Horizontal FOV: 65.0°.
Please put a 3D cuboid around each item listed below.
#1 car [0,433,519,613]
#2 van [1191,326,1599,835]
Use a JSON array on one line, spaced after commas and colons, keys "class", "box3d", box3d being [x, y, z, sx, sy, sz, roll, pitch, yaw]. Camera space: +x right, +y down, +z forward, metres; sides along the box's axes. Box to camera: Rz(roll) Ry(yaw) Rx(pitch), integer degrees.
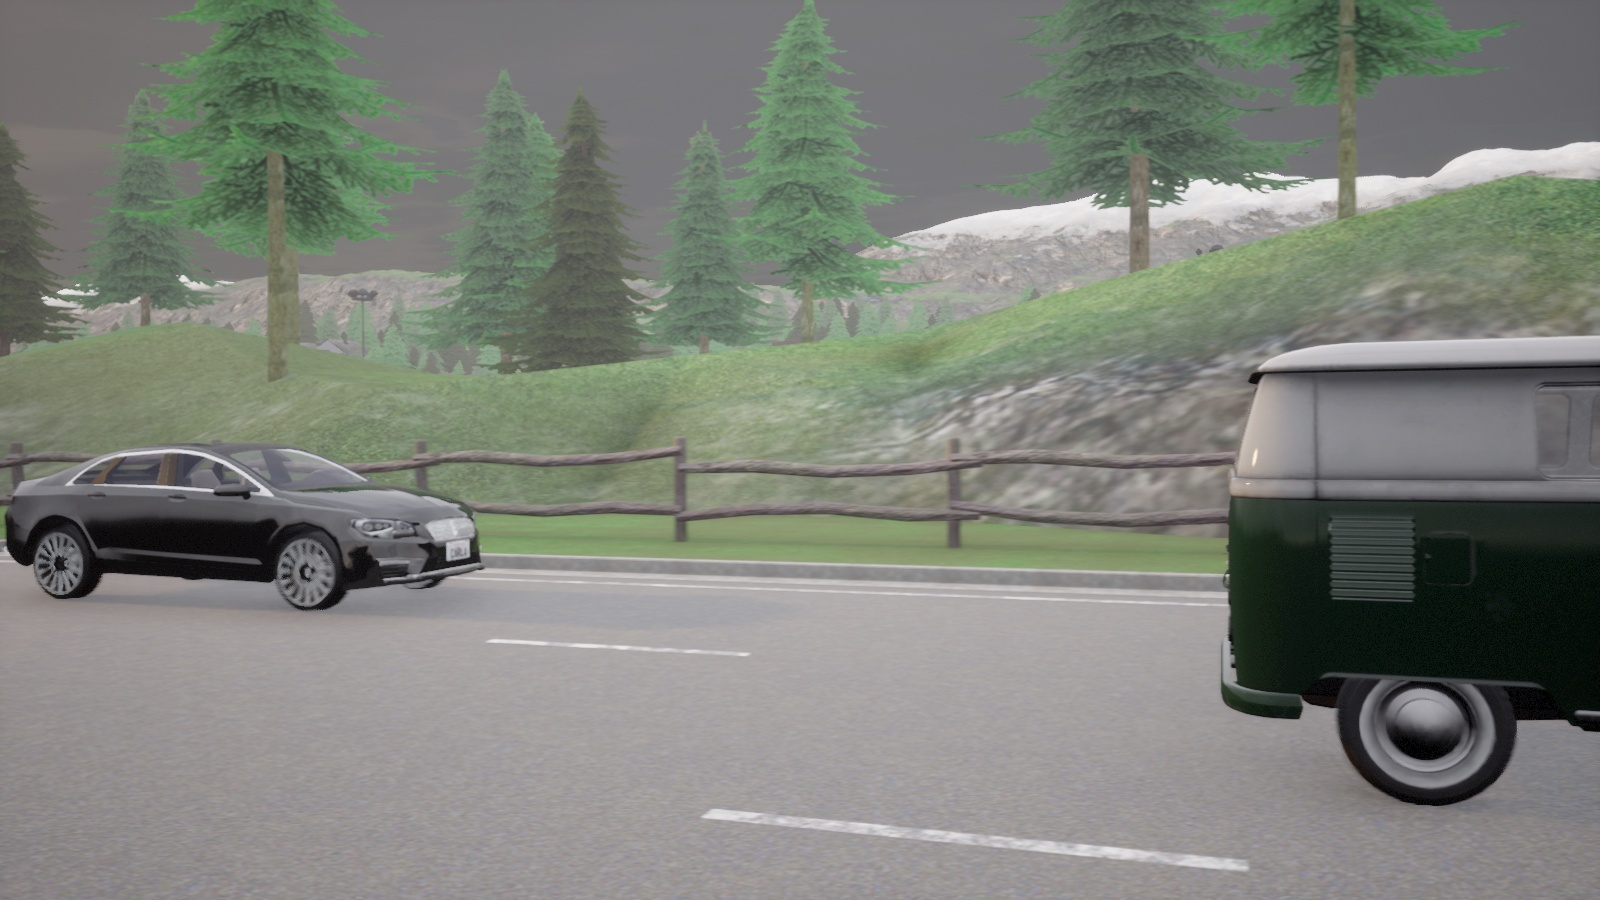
[{"class": "car", "box3d": [-5.493, 0.595, 12.426, 4.902, 1.511, 2.128, 0, 1, 19]}, {"class": "van", "box3d": [4.068, 0.501, 5.513, 4.442, 1.987, 1.775, 0, 1, 19]}]
